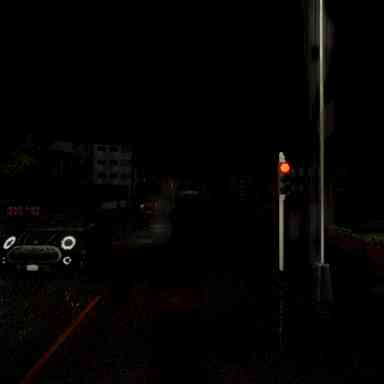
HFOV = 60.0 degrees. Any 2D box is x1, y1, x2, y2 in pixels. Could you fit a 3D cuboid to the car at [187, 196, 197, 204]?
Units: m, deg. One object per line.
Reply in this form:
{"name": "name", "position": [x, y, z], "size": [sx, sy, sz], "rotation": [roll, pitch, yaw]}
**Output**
{"name": "car", "position": [0.082, 1.547, 66.201], "size": [2.033, 1.411, 5.357], "rotation": [0, 0, 0]}

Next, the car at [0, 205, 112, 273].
{"name": "car", "position": [-4.086, 1.352, 10.765], "size": [2.097, 1.767, 4.553], "rotation": [0, 0, 0]}

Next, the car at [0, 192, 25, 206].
{"name": "car", "position": [-19.715, 0.985, 35.000], "size": [1.905, 1.878, 3.866], "rotation": [0, 0, 35]}

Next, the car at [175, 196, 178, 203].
{"name": "car", "position": [-3.923, 1.491, 68.099], "size": [2.128, 1.511, 4.902], "rotation": [0, 0, 0]}

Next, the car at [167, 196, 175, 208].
{"name": "car", "position": [-4.035, 1.491, 49.416], "size": [2.128, 1.511, 4.902], "rotation": [0, 0, 0]}

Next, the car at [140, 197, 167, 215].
{"name": "car", "position": [-4.058, 1.352, 34.163], "size": [2.097, 1.767, 4.553], "rotation": [0, 0, 0]}

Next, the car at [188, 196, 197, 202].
{"name": "car", "position": [0.095, 1.583, 76.796], "size": [1.895, 1.301, 4.718], "rotation": [0, 0, 0]}
